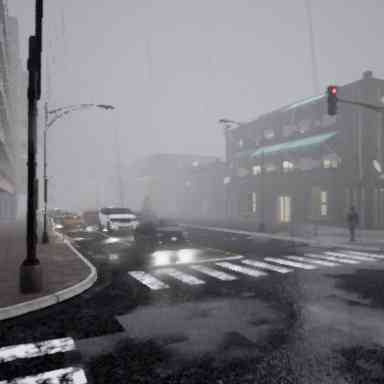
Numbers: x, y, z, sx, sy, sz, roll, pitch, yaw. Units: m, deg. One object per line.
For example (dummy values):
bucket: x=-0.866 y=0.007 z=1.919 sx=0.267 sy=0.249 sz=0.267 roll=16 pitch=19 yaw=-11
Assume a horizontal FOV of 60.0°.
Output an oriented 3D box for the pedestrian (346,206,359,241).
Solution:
pedestrian: x=8.338 y=1.634 z=17.233 sx=0.375 sy=1.860 sz=0.375 roll=0 pitch=-1 yaw=-26

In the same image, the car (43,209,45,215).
car: x=-25.452 y=3.748 z=60.085 sx=1.947 sy=1.339 sz=4.313 roll=0 pitch=-2 yaw=-26

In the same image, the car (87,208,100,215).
car: x=-20.436 y=4.023 z=68.855 sx=1.802 sy=1.307 sz=4.206 roll=0 pitch=-2 yaw=-26

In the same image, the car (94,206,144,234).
car: x=-5.938 y=2.126 z=26.436 sx=2.150 sy=2.045 sz=5.566 roll=1 pitch=-2 yaw=-26

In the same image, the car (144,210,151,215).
car: x=-6.261 y=2.662 z=34.304 sx=2.128 sy=1.511 sz=4.902 roll=1 pitch=-2 yaw=-26

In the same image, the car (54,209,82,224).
car: x=-12.912 y=2.782 z=34.637 sx=2.008 sy=1.369 sz=4.403 roll=0 pitch=-2 yaw=-26

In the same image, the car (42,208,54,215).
car: x=-30.475 y=4.115 z=70.262 sx=2.008 sy=1.369 sz=4.403 roll=0 pitch=-2 yaw=-26

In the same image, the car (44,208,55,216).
car: x=-27.964 y=3.918 z=65.174 sx=1.887 sy=1.381 sz=4.507 roll=0 pitch=-2 yaw=-26

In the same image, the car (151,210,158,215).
car: x=-5.349 y=2.740 z=38.342 sx=1.967 sy=1.590 sz=4.097 roll=0 pitch=-2 yaw=-26

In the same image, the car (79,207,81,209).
car: x=-28.046 y=4.546 z=84.273 sx=1.752 sy=1.417 sz=4.829 roll=0 pitch=-2 yaw=-26

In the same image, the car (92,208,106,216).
car: x=-17.923 y=3.833 z=63.767 sx=1.802 sy=1.307 sz=4.206 roll=0 pitch=-2 yaw=-26

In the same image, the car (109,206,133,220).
car: x=-10.393 y=2.995 z=48.511 sx=2.192 sy=1.841 sz=5.009 roll=0 pitch=-2 yaw=-26

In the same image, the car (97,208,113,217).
car: x=-15.488 y=3.591 z=58.833 sx=1.752 sy=1.417 sz=4.829 roll=0 pitch=-2 yaw=-26

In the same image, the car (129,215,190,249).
car: x=-1.724 y=2.152 z=17.892 sx=1.994 sy=1.385 sz=4.181 roll=1 pitch=-2 yaw=-26

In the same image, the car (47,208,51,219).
car: x=-20.436 y=3.241 z=49.910 sx=1.967 sy=1.590 sz=4.097 roll=0 pitch=-2 yaw=-26

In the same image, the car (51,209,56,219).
car: x=-15.393 y=2.862 z=39.743 sx=1.967 sy=1.590 sz=4.097 roll=0 pitch=-2 yaw=-26

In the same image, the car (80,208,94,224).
car: x=-10.543 y=2.730 z=35.793 sx=1.882 sy=1.535 sz=5.008 roll=1 pitch=-2 yaw=-26

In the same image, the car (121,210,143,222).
car: x=-7.877 y=3.072 z=43.415 sx=1.802 sy=1.307 sz=4.206 roll=0 pitch=-2 yaw=-26

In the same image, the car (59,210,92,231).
car: x=-10.373 y=2.561 z=29.373 sx=1.752 sy=1.417 sz=4.829 roll=0 pitch=-2 yaw=-26
